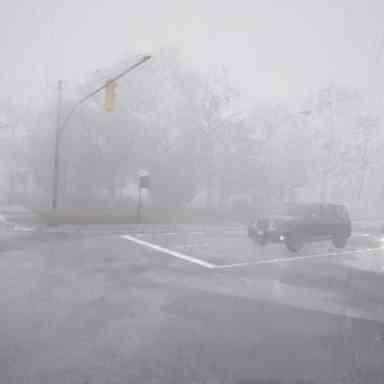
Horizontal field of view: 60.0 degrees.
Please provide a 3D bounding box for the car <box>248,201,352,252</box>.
[{"bbox_3d":[5.125,1.469,15.359,5.566,2.045,2.150,3,0,-35],"label":"car"}]
